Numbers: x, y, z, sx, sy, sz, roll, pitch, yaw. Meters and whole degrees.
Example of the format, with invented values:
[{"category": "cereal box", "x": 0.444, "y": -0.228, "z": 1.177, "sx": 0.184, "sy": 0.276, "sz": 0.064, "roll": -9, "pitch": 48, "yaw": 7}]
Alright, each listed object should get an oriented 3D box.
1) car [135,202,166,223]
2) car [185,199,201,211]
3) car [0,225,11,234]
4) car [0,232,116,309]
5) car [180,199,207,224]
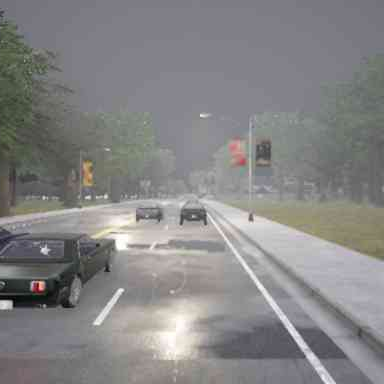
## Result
[{"category": "car", "x": -3.149, "y": 1.510, "z": 25.645, "sx": 2.128, "sy": 1.511, "sz": 4.902, "roll": 0, "pitch": 0, "yaw": 0}, {"category": "car", "x": 0.104, "y": 1.629, "z": 42.637, "sx": 1.994, "sy": 1.385, "sz": 4.181, "roll": 0, "pitch": 0, "yaw": 0}, {"category": "car", "x": -6.598, "y": 1.601, "z": 9.379, "sx": 1.895, "sy": 1.301, "sz": 4.718, "roll": 0, "pitch": 0, "yaw": 0}, {"category": "car", "x": -3.149, "y": 1.600, "z": 7.785, "sx": 1.895, "sy": 1.301, "sz": 4.718, "roll": 0, "pitch": 0, "yaw": 0}, {"category": "car", "x": 0.102, "y": 1.494, "z": 24.818, "sx": 1.882, "sy": 1.535, "sz": 5.008, "roll": 0, "pitch": 0, "yaw": 0}]
